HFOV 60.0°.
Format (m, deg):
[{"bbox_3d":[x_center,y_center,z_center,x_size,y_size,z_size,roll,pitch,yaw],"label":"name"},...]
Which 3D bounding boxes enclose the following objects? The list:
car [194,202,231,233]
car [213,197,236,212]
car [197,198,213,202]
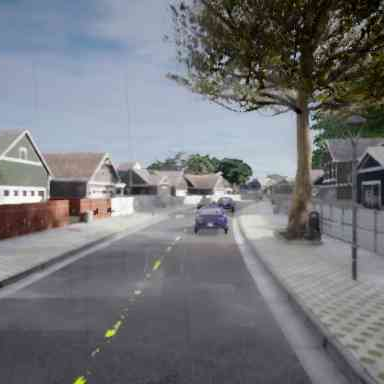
[{"bbox_3d":[1.180,1.521,19.491,1.812,1.442,4.674,0,0,6],"label":"car"},{"bbox_3d":[4.024,1.358,38.790,2.097,1.767,4.553,0,0,11],"label":"car"},{"bbox_3d":[1.822,1.564,42.714,1.837,1.490,4.892,0,0,12],"label":"car"}]
